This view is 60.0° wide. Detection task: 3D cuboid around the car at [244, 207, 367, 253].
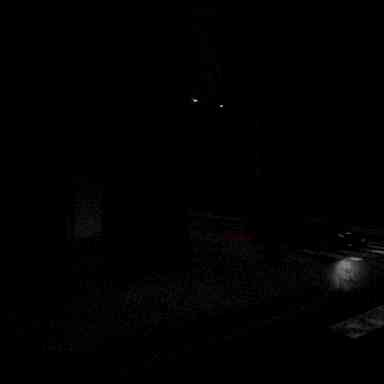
[{"bbox_3d":[4.454,1.427,13.717,1.882,1.535,5.008,0,0,-41],"label":"car"}]
